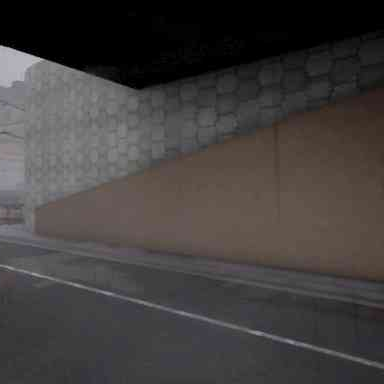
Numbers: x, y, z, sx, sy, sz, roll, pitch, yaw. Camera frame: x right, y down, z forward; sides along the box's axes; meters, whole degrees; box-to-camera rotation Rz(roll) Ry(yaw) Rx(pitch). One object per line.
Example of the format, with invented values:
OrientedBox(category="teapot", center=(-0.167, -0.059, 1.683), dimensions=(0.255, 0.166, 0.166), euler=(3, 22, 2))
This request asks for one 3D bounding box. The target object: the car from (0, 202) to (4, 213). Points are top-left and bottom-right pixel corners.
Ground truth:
OrientedBox(category="car", center=(-14.950, 1.472, 31.645), dimensions=(4.974, 1.542, 2.038), euler=(0, 0, 0))

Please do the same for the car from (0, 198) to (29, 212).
OrientedBox(category="car", center=(-18.649, 1.318, 34.456), dimensions=(1.853, 1.218, 4.536), euler=(0, 0, -10))

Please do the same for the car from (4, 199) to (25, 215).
OrientedBox(category="car", center=(-14.898, 1.315, 31.645), dimensions=(4.536, 1.218, 1.853), euler=(0, 0, 0))
